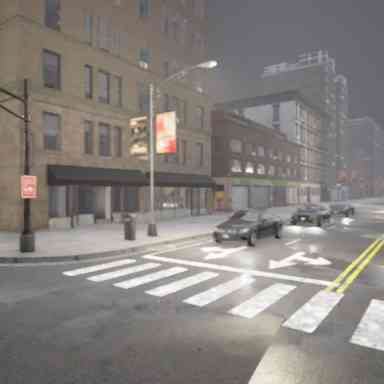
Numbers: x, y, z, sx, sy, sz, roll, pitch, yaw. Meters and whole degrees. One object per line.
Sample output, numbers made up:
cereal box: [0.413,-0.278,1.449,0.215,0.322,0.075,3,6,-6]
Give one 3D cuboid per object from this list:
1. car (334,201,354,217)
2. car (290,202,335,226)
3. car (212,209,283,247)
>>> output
car: [14.393,1.577,32.125,1.812,1.442,4.674,0,0,35]
car: [8.542,1.607,23.825,1.994,1.385,4.181,0,0,35]
car: [2.778,1.562,15.639,1.812,1.442,4.674,0,0,37]
